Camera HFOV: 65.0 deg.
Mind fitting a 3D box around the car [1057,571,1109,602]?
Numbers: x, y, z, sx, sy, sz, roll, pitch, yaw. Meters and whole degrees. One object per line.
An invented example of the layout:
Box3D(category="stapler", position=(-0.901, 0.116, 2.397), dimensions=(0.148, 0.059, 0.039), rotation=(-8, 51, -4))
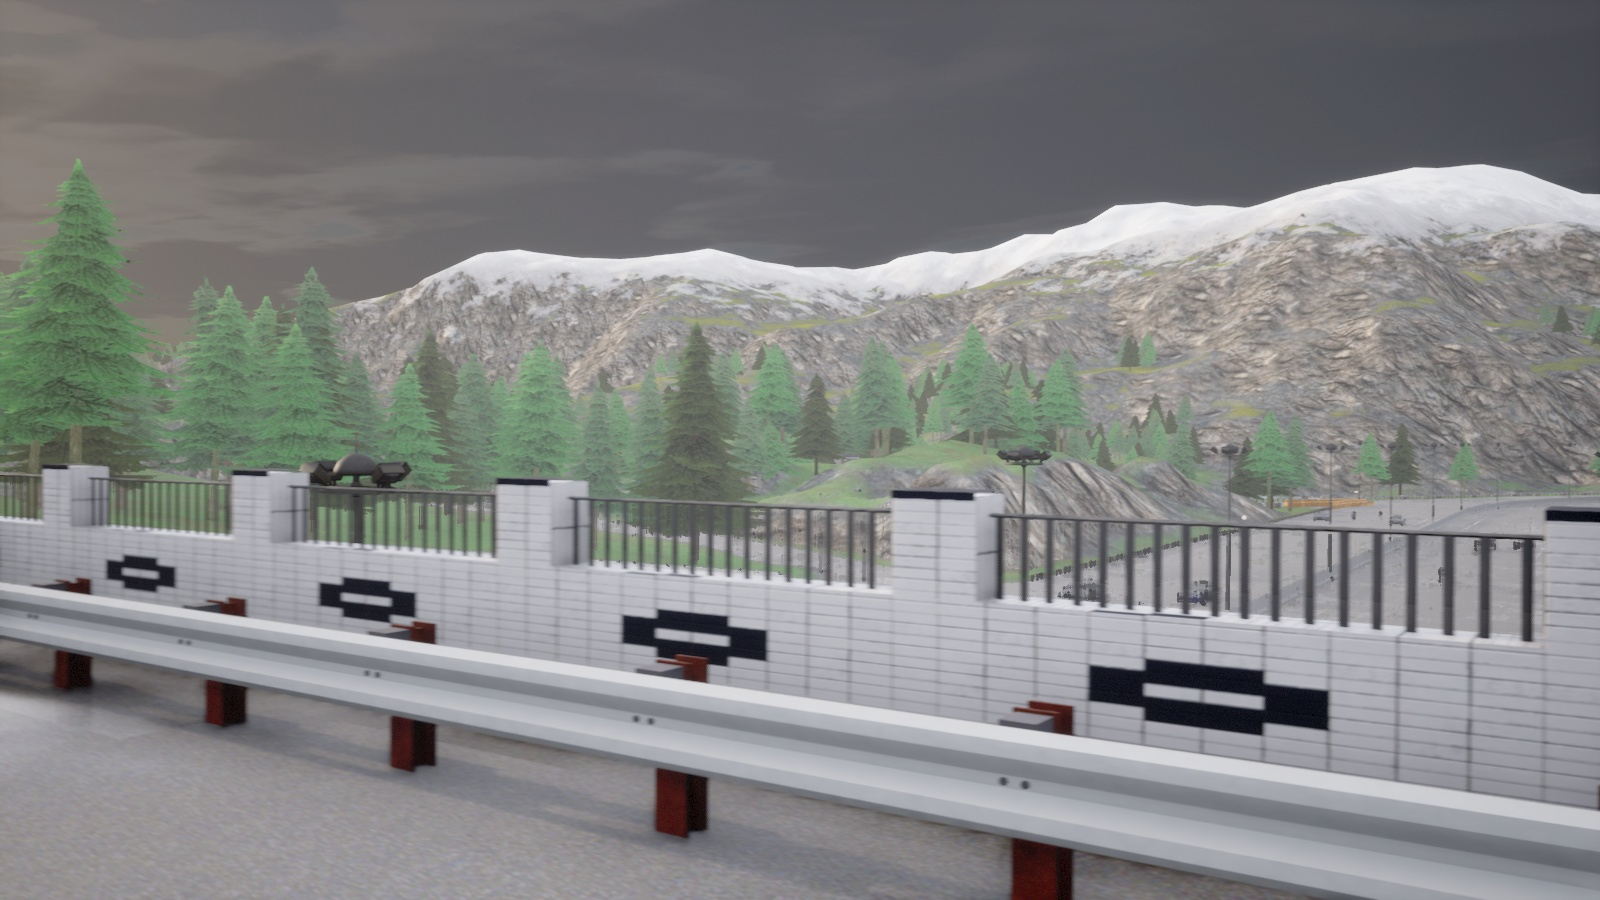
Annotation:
Box3D(category="car", position=(21.074, 10.111, 93.413), dimensions=(2.242, 1.667, 4.611), rotation=(0, 1, 33))
